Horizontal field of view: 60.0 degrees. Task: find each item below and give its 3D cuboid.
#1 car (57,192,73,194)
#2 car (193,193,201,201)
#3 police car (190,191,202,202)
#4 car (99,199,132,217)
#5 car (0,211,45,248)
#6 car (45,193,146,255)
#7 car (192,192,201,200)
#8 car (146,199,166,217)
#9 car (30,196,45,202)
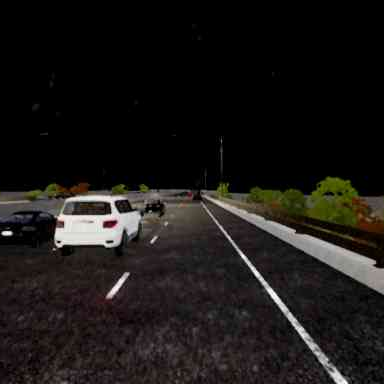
[{"bbox_3d":[-21.025,0.979,54.594,2.150,2.045,5.566,0,0,1],"label":"car"},{"bbox_3d":[1.066,1.114,77.004,1.801,1.575,5.366,0,0,0],"label":"car"},{"bbox_3d":[1.063,1.130,66.924,1.930,1.638,5.238,0,0,0],"label":"police car"},{"bbox_3d":[-6.894,1.430,30.391,1.994,1.385,4.181,0,0,0],"label":"car"},{"bbox_3d":[-6.898,1.500,14.431,1.994,1.385,4.181,0,0,0],"label":"car"},{"bbox_3d":[-3.397,1.164,13.071,2.150,2.045,5.566,0,0,0],"label":"car"},{"bbox_3d":[1.066,0.984,82.784,2.097,1.767,4.553,0,0,0],"label":"car"},{"bbox_3d":[-3.394,1.361,29.718,2.128,1.511,4.902,0,0,0],"label":"car"},{"bbox_3d":[-24.518,1.307,54.525,2.033,1.411,5.357,0,0,1],"label":"car"}]
